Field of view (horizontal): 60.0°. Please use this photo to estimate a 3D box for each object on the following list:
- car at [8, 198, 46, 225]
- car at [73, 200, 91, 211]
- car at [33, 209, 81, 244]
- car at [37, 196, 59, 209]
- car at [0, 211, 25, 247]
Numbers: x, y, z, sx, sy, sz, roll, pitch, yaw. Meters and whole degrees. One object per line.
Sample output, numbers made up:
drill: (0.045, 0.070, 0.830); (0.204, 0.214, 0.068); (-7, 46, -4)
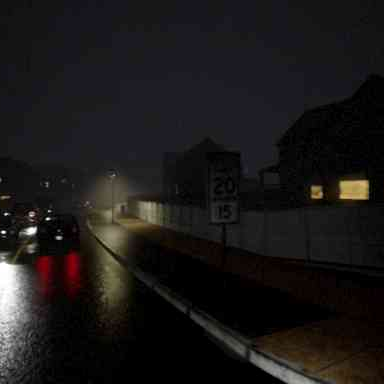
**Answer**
car: (-12.905, 1.629, 25.698); (2.097, 1.767, 4.553); (-1, 0, -17)
car: (-14.745, 1.758, 44.657); (2.033, 1.411, 5.357); (-1, 0, -11)
car: (-6.768, 1.777, 16.990); (1.895, 1.301, 4.718); (-1, 0, -21)
car: (-15.816, 1.503, 35.791); (2.150, 2.045, 5.566); (-1, 0, -13)
car: (-9.380, 1.816, 15.803); (1.895, 1.301, 4.718); (-1, 0, -21)
